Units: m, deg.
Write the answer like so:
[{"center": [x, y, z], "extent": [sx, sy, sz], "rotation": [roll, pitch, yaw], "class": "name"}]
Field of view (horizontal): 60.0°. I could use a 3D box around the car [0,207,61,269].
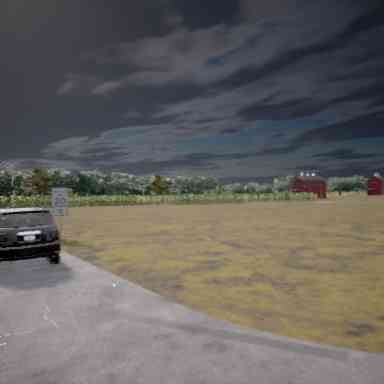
[{"center": [-6.643, 1.617, 12.720], "extent": [2.150, 2.045, 5.566], "rotation": [-2, 0, -35], "class": "car"}]
